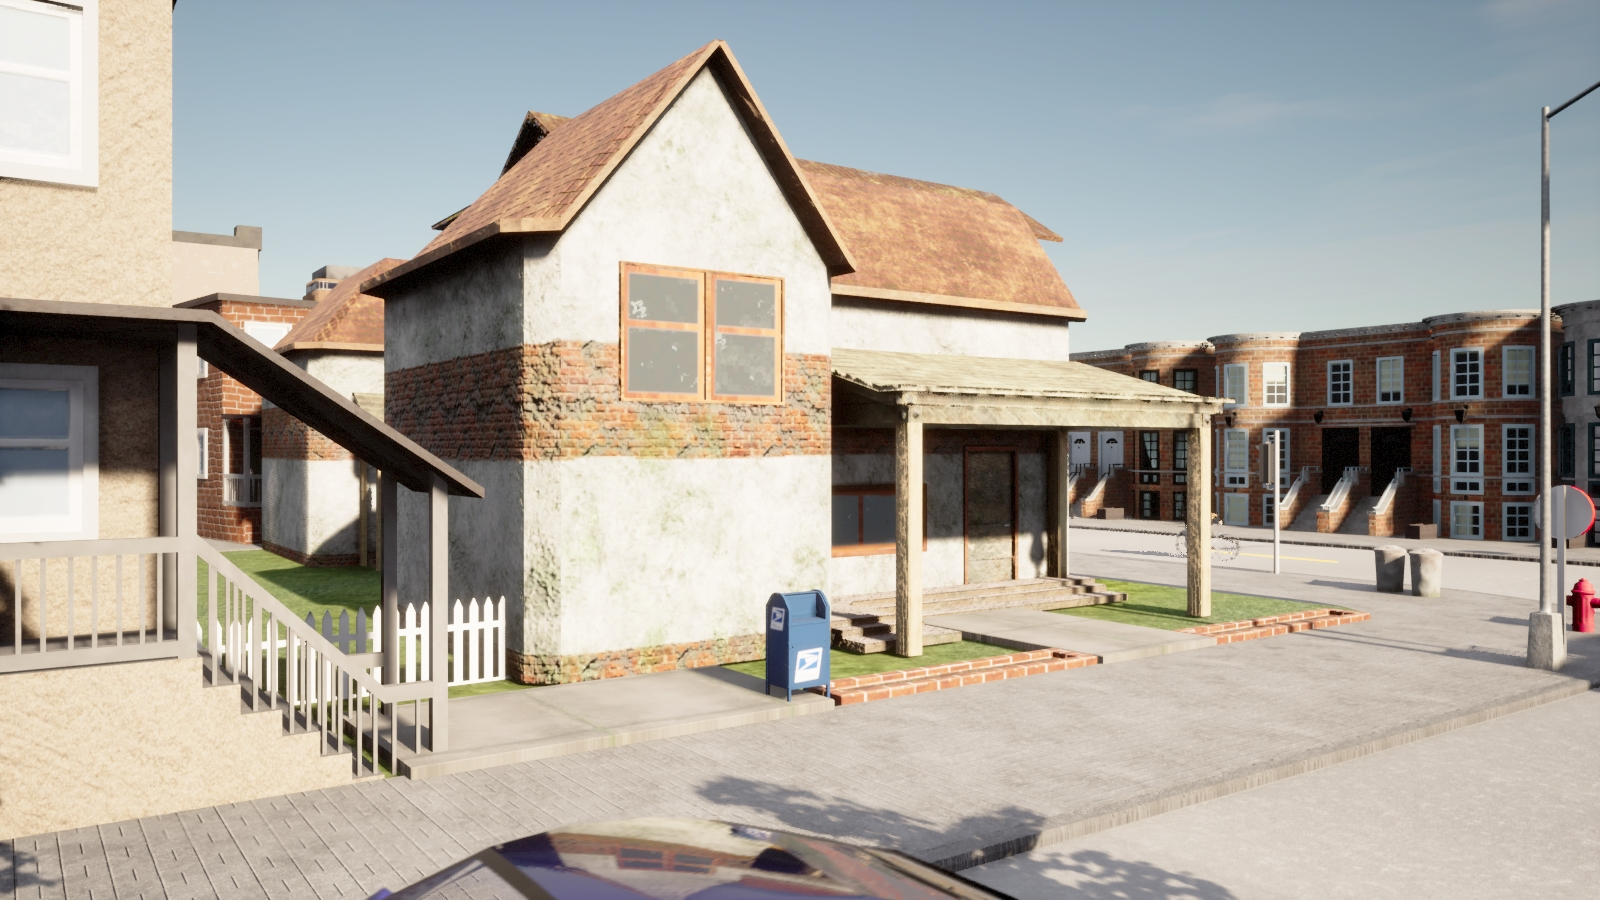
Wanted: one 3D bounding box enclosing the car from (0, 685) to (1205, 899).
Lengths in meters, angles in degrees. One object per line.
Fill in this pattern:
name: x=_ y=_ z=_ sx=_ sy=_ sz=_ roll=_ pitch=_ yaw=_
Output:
car: x=-0.784 y=1.897 z=3.848 sx=4.181 sy=1.385 sz=1.994 roll=0 pitch=0 yaw=-35
